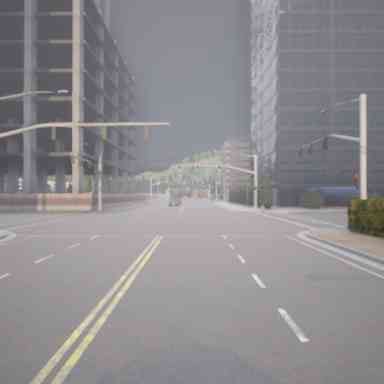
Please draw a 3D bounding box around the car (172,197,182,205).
[{"bbox_3d":[-3.499,2.206,79.755,2.097,1.767,4.553,0,-1,0],"label":"car"}]

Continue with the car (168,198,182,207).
[{"bbox_3d":[-3.515,2.186,64.359,2.128,1.511,4.902,0,-1,0],"label":"car"}]
